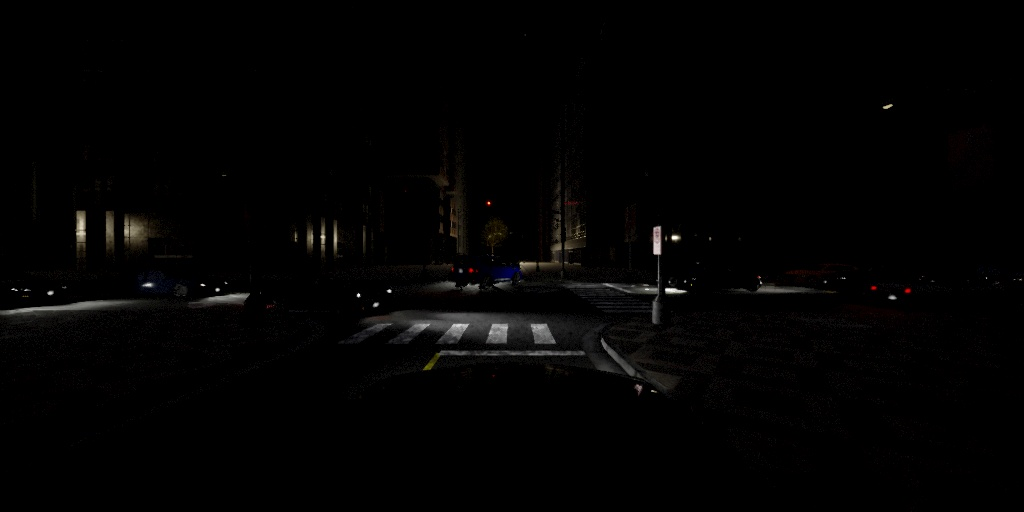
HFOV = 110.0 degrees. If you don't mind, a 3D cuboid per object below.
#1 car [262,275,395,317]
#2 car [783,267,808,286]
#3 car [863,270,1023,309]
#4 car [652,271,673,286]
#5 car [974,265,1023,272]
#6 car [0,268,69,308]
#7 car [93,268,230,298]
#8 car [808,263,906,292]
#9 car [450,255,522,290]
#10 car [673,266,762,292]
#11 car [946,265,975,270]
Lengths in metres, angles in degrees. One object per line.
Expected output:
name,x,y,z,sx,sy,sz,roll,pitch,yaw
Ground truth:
car,-6.680,1.354,13.106,4.718,1.301,1.895,0,0,22
car,21.233,1.241,24.307,5.008,1.535,1.882,0,0,0
car,17.467,1.378,14.376,4.718,1.301,1.895,0,0,0
car,12.098,1.353,24.351,4.718,1.301,1.895,0,0,3
car,30.765,1.309,21.010,4.674,1.442,1.812,0,0,0
car,-21.130,1.247,14.544,4.892,1.490,1.837,0,0,0
car,-17.254,1.286,17.776,5.357,1.411,2.033,0,0,0
car,20.883,1.261,21.060,4.902,1.511,2.128,0,0,0
car,-1.529,0.969,22.947,2.150,2.045,5.566,1,1,33
car,12.187,1.323,21.098,4.181,1.385,1.994,0,0,0
car,31.165,1.325,24.258,5.357,1.411,2.033,0,0,1
